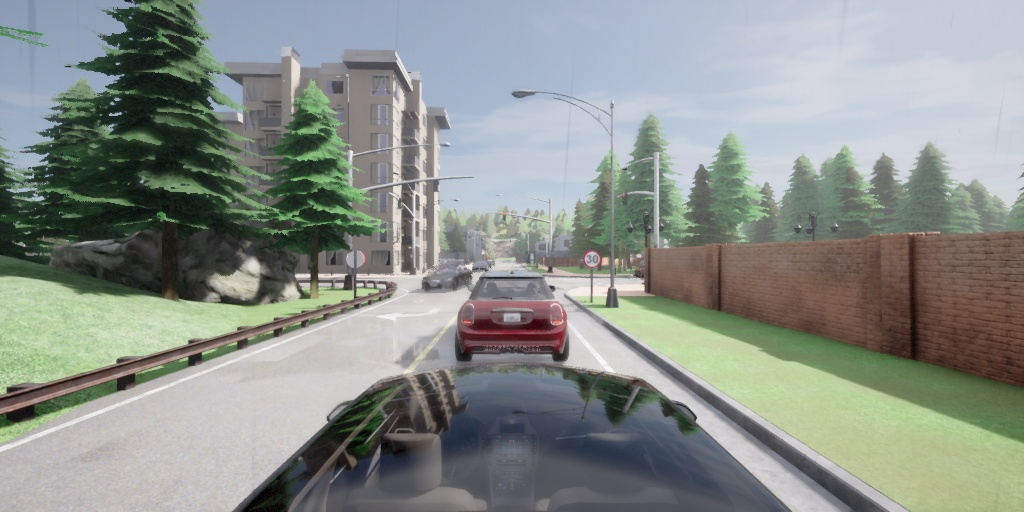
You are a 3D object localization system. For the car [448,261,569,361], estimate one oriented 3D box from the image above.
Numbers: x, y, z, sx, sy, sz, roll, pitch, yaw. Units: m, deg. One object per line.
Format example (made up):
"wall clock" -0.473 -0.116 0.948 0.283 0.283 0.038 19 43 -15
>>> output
"car" 0.001 1.102 8.417 2.097 1.767 4.553 0 0 0

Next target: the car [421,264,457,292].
"car" -3.709 1.243 21.009 2.128 1.511 4.902 -1 0 9

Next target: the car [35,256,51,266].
"car" -30.941 0.987 24.714 5.566 2.045 2.150 0 0 -1

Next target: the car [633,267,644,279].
"car" 12.643 1.214 29.768 5.008 1.535 1.882 0 0 -2

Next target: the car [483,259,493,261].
"car" -4.000 1.297 46.712 2.033 1.411 5.357 0 0 0
